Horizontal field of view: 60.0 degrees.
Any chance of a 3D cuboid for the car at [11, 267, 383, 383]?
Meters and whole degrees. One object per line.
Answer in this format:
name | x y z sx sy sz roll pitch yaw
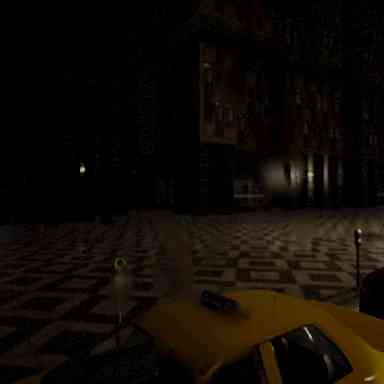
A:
car | 0.011 1.525 2.541 4.829 1.417 1.752 0 0 -36
